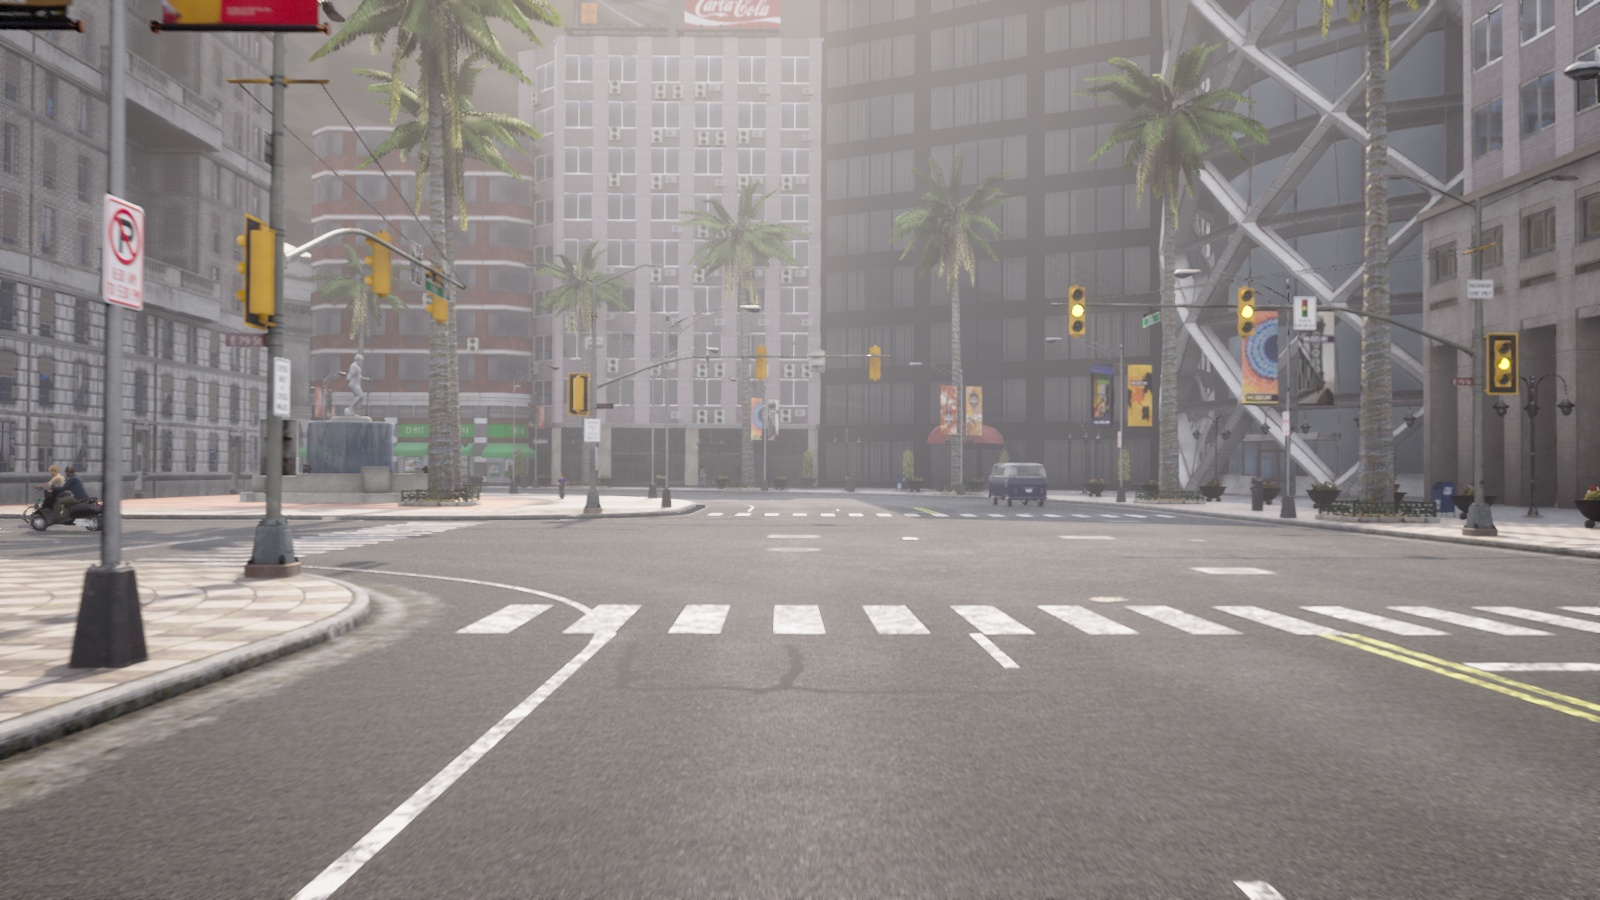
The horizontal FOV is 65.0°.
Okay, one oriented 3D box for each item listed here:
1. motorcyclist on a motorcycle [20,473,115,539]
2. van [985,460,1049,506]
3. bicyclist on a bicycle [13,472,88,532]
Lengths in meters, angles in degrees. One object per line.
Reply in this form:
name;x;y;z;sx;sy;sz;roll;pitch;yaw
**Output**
motorcyclist on a motorcycle;-17.852;1.351;30.628;1.817;1.590;0.866;0;-1;0
van;9.890;1.490;57.570;1.775;1.987;4.442;0;-1;-6
bicyclist on a bicycle;-20.337;1.402;34.095;1.509;1.612;0.866;-1;-1;0
